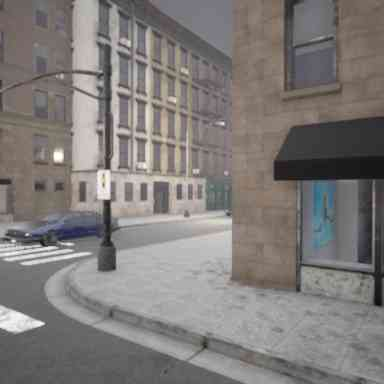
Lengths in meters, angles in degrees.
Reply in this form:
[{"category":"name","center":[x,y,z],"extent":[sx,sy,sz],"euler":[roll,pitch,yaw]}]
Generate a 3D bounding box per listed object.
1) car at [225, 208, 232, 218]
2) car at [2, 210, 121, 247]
[{"category":"car","center":[4.904,1.705,30.716],"extent":[1.895,1.301,4.718],"euler":[0,0,35]},{"category":"car","center":[-5.676,1.556,15.401],"extent":[2.033,1.411,5.357],"euler":[0,0,31]}]
